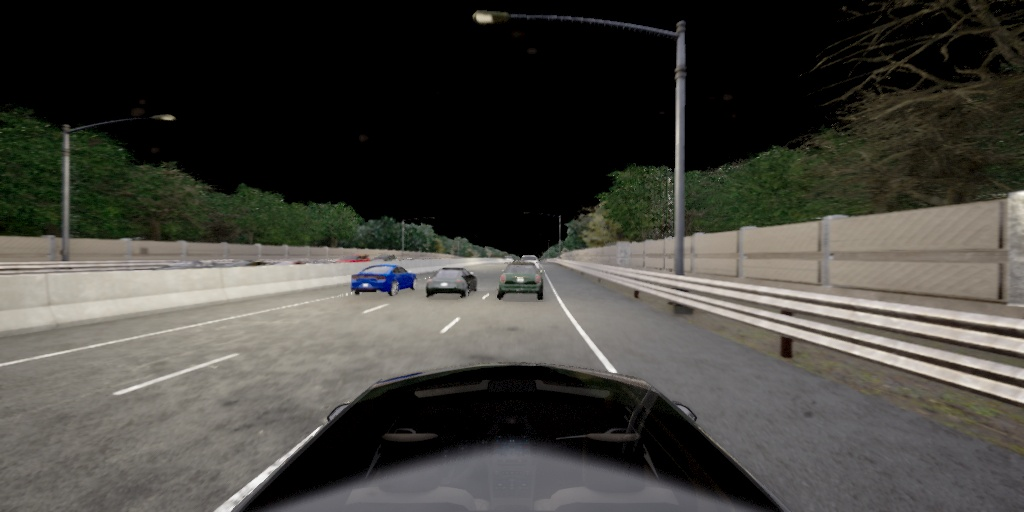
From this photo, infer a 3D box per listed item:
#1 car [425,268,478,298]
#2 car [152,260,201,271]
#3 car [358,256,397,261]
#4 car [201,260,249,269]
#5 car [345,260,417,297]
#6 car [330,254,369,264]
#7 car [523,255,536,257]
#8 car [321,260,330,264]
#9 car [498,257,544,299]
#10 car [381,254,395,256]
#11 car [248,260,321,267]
[{"bbox_3d":[-2.981,1.277,18.432,1.994,1.385,4.181,0,0,4],"label":"car"},{"bbox_3d":[-23.593,1.047,26.403,2.128,1.511,4.902,0,0,4],"label":"car"},{"bbox_3d":[-15.558,1.073,41.901,1.882,1.535,5.008,0,0,4],"label":"car"},{"bbox_3d":[-20.052,1.086,26.923,1.837,1.490,4.892,0,0,4],"label":"car"},{"bbox_3d":[-6.470,1.166,18.673,1.882,1.535,5.008,0,0,4],"label":"car"},{"bbox_3d":[-18.981,0.786,43.061,2.150,2.045,5.566,0,1,4],"label":"car"},{"bbox_3d":[2.146,0.943,43.384,2.150,2.045,5.566,0,0,4],"label":"car"},{"bbox_3d":[-22.564,1.146,42.012,1.895,1.301,4.718,0,0,4],"label":"car"},{"bbox_3d":[0.512,1.090,18.168,2.097,1.767,4.553,0,0,4],"label":"car"},{"bbox_3d":[-21.300,0.737,60.457,2.150,2.045,5.566,1,0,4],"label":"car"},{"bbox_3d":[-16.577,1.133,26.461,1.812,1.442,4.674,0,0,4],"label":"car"}]
